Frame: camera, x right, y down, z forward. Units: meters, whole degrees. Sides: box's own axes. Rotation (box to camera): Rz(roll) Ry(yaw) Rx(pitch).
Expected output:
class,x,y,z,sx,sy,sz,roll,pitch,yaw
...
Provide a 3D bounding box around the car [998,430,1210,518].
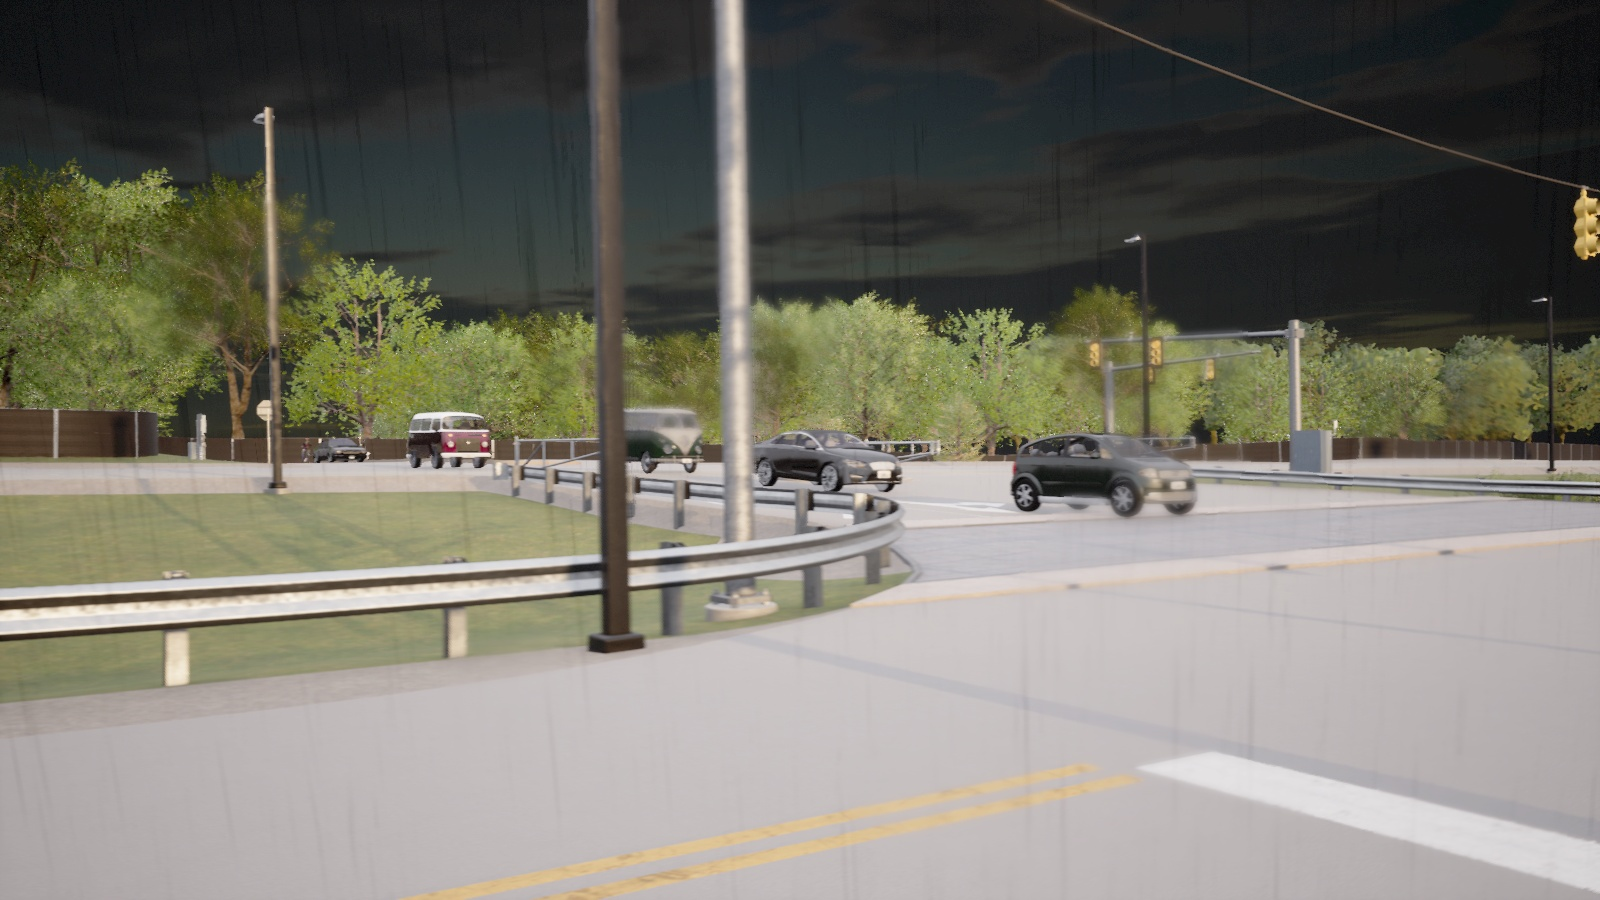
class,x,y,z,sx,sy,sz,roll,pitch,yaw
car,5.752,0.430,24.096,1.789,1.549,3.705,0,0,-34

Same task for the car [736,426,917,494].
class,x,y,z,sx,sy,sz,roll,pitch,yaw
car,0.561,0.202,31.721,2.128,1.511,4.902,0,2,-34

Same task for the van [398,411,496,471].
class,x,y,z,sx,sy,sz,roll,pitch,yaw
van,-12.675,-0.296,44.954,2.069,2.038,4.480,0,0,-34

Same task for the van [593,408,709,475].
class,x,y,z,sx,sy,sz,roll,pitch,yaw
van,-4.755,-0.281,39.524,1.775,1.987,4.442,0,1,-34

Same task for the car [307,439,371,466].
class,x,y,z,sx,sy,sz,roll,pitch,yaw
car,-25.892,0.170,70.375,2.033,1.411,5.357,-1,0,-35
